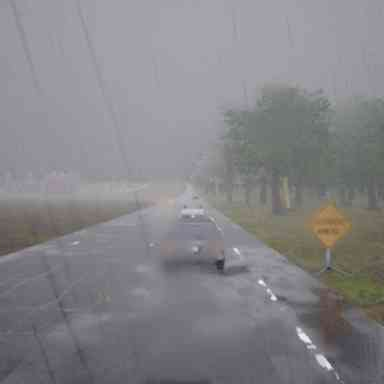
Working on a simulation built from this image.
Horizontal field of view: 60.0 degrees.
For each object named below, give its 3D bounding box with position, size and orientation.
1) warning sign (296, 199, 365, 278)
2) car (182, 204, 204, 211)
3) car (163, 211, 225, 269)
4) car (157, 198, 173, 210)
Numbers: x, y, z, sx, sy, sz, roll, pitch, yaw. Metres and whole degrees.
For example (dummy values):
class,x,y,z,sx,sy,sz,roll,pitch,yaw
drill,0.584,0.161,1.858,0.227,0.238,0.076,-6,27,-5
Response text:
class,x,y,z,sx,sy,sz,roll,pitch,yaw
warning sign,3.571,1.154,8.694,1.300,1.860,1.060,2,1,0
car,0.070,1.706,29.478,1.895,1.301,4.718,0,0,0
car,0.064,1.596,11.313,2.033,1.411,5.357,0,0,0
car,-3.609,1.609,45.164,1.882,1.535,5.008,0,0,0
